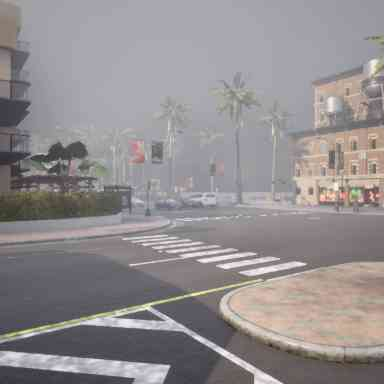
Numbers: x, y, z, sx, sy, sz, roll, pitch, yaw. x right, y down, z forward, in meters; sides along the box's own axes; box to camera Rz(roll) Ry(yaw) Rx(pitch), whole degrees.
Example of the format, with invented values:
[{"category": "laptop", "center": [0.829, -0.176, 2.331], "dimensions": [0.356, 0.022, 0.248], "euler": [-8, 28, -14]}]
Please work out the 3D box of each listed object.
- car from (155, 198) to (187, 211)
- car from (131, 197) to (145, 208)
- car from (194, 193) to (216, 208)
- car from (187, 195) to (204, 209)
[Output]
[{"category": "car", "center": [-3.007, 1.526, 41.544], "dimensions": [1.812, 1.442, 4.674], "euler": [0, 0, -35]}, {"category": "car", "center": [-8.815, 1.526, 49.846], "dimensions": [1.812, 1.442, 4.674], "euler": [0, 0, -35]}, {"category": "car", "center": [1.162, 1.221, 48.129], "dimensions": [2.150, 2.045, 5.566], "euler": [0, 0, -35]}, {"category": "car", "center": [-1.108, 1.547, 45.270], "dimensions": [2.033, 1.411, 5.357], "euler": [0, 0, -35]}]
